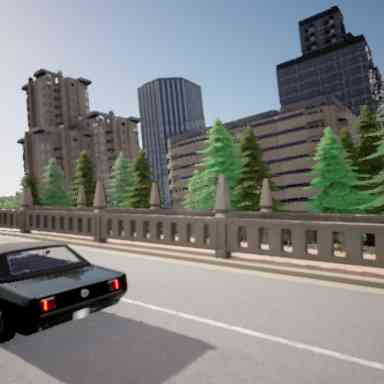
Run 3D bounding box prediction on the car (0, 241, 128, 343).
[{"bbox_3d":[-3.545,1.641,6.520,4.718,1.301,1.895,0,0,35],"label":"car"}]
